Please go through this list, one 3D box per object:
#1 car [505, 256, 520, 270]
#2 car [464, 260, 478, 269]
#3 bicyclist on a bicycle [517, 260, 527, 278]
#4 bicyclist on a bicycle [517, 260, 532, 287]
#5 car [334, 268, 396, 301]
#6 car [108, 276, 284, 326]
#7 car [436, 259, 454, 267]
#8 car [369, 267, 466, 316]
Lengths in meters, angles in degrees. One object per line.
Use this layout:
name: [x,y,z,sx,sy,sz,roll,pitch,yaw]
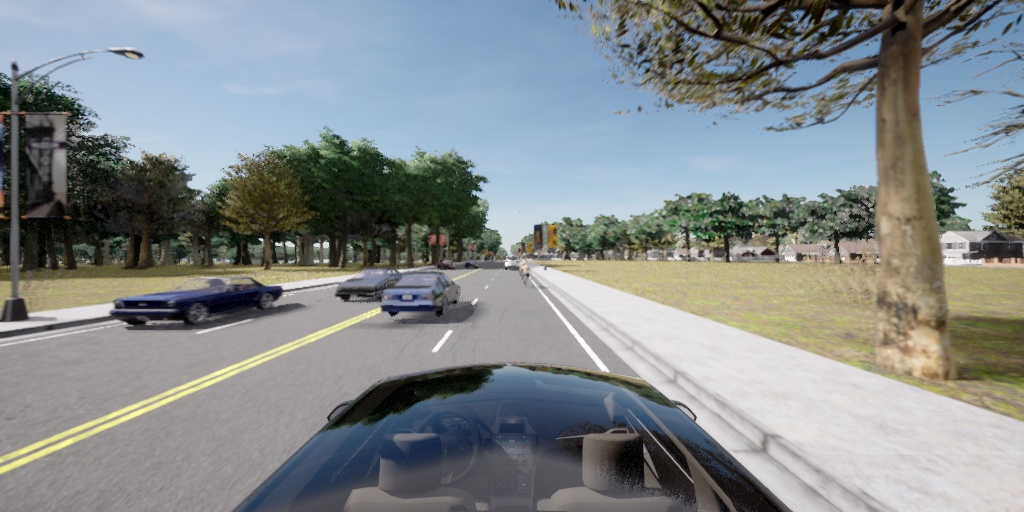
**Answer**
car: [0.083,0.977,54.106,2.150,2.045,5.566,0,0,0]
car: [-6.553,1.306,58.023,2.033,1.411,5.357,0,0,1]
bicyclist on a bicycle: [0.870,1.185,32.671,0.866,1.612,1.509,0,0,0]
bicyclist on a bicycle: [0.875,1.183,22.898,0.866,1.612,1.509,0,0,0]
car: [-6.602,1.293,17.611,2.033,1.411,5.357,0,0,0]
car: [-9.852,1.347,11.765,1.895,1.301,4.718,0,0,0]
car: [-9.822,1.233,52.931,1.882,1.535,5.008,0,0,0]
car: [-3.151,1.294,13.305,2.033,1.411,5.357,0,0,0]
